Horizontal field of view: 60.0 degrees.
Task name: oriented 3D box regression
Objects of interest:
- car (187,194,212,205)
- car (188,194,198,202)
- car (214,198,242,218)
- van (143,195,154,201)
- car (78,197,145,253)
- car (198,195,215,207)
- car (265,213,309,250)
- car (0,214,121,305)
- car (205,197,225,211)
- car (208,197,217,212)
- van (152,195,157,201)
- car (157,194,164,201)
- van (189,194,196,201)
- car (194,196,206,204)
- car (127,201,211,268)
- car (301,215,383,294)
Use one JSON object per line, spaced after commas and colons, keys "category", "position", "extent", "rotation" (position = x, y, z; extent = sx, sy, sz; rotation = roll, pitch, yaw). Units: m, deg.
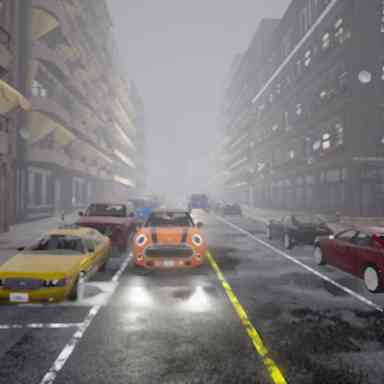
{"category": "car", "position": [0.641, 1.230, 37.177], "extent": [2.150, 2.045, 5.566], "rotation": [0, -1, -3]}
{"category": "car", "position": [0.327, 1.452, 86.022], "extent": [2.192, 1.841, 5.009], "rotation": [2, 0, -3]}
{"category": "car", "position": [3.491, 1.570, 30.800], "extent": [1.887, 1.381, 4.507], "rotation": [2, 0, -3]}
{"category": "van", "position": [-4.060, 1.313, 24.892], "extent": [1.690, 1.788, 3.998], "rotation": [2, 0, -3]}
{"category": "car", "position": [-3.432, 1.289, 13.851], "extent": [2.192, 1.841, 5.009], "rotation": [2, 0, -3]}
{"category": "car", "position": [2.210, 1.364, 52.887], "extent": [2.192, 1.841, 5.009], "rotation": [2, 0, -3]}
{"category": "car", "position": [4.431, 1.575, 14.235], "extent": [2.008, 1.369, 4.403], "rotation": [2, 0, -3]}
{"category": "car", "position": [-3.116, 1.502, 8.159], "extent": [1.752, 1.417, 4.829], "rotation": [2, 0, -3]}
{"category": "car", "position": [2.875, 1.475, 41.845], "extent": [1.967, 1.590, 4.097], "rotation": [2, 0, -3]}
{"category": "car", "position": [3.178, 1.574, 36.321], "extent": [1.887, 1.381, 4.507], "rotation": [2, 0, -3]}
{"category": "van", "position": [-4.374, 1.316, 30.415], "extent": [1.690, 1.788, 3.998], "rotation": [2, 0, -3]}
{"category": "car", "position": [-5.000, 1.299, 41.458], "extent": [2.192, 1.841, 5.009], "rotation": [2, 0, -3]}
{"category": "van", "position": [0.012, 1.499, 91.545], "extent": [1.690, 1.788, 3.998], "rotation": [2, 0, -3]}
{"category": "car", "position": [1.578, 1.511, 63.932], "extent": [1.967, 1.590, 4.097], "rotation": [2, 0, -3]}
{"category": "car", "position": [-0.740, 1.344, 11.214], "extent": [2.097, 1.767, 4.553], "rotation": [0, 0, -3]}
{"category": "car", "position": [4.745, 1.573, 8.712], "extent": [1.887, 1.381, 4.507], "rotation": [2, 0, -3]}
